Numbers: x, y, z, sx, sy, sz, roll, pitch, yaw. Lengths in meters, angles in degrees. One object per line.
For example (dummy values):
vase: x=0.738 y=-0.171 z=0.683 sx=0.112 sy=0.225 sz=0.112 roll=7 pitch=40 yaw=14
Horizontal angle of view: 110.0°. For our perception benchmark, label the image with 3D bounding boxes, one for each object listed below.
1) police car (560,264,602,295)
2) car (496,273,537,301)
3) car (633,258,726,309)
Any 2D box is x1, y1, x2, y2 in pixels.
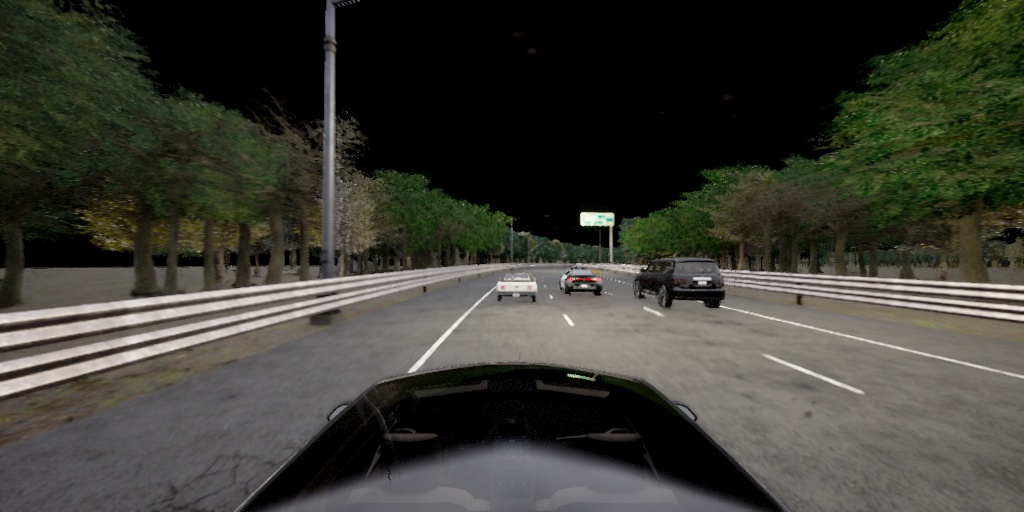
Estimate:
police car: x=3.985 y=1.459 z=21.421 sx=2.038 sy=1.542 sz=4.974 roll=0 pitch=-1 yaw=3
car: x=0.299 y=1.496 z=18.455 sx=1.895 sy=1.301 sz=4.718 roll=0 pitch=-1 yaw=2
car: x=7.207 y=1.123 z=16.031 sx=2.150 sy=2.045 sz=5.566 roll=0 pitch=0 yaw=2
